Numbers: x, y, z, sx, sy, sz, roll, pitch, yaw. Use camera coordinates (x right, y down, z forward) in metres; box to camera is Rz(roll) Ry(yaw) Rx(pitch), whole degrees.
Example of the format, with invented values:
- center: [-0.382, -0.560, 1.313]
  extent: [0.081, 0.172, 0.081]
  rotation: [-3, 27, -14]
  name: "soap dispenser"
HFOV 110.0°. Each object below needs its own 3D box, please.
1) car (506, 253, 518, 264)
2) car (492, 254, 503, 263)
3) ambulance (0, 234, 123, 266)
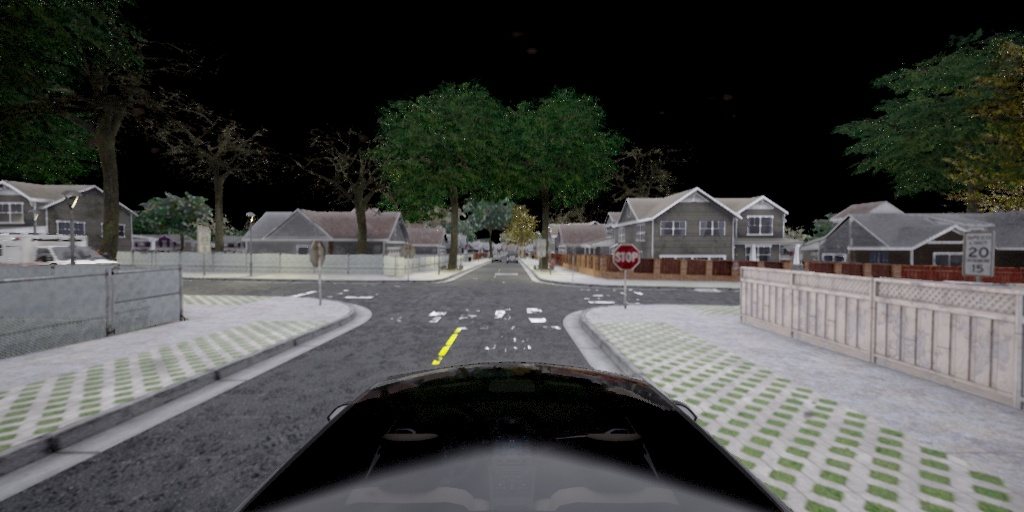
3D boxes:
- center: [0.052, 0.571, 60.701]
  extent: [1.994, 1.385, 4.181]
  rotation: [0, 1, 0]
  name: "car"
- center: [-2.694, 0.463, 65.300]
  extent: [1.837, 1.490, 4.892]
  rotation: [0, 1, 0]
  name: "car"
- center: [-21.394, 0.279, 16.105]
  extent: [6.366, 2.431, 2.351]
  rotation: [1, 2, 1]
  name: "ambulance"
